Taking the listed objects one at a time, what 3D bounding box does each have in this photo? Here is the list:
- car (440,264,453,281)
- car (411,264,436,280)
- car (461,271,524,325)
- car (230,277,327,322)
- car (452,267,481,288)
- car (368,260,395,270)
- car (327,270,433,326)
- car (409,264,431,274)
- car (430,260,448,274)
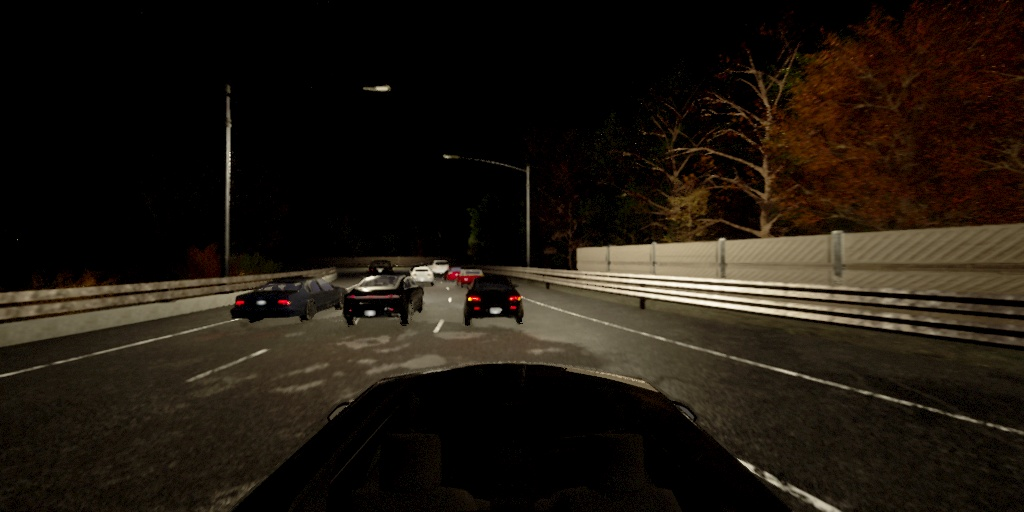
[{"bbox_3d":[-5.694,1.765,35.786,1.994,1.385,4.181,0,-1,-17],"label":"car"},{"bbox_3d":[-7.581,1.662,30.060,1.812,1.442,4.674,0,-1,-15],"label":"car"},{"bbox_3d":[-0.706,1.414,12.439,1.812,1.442,4.674,0,-1,-6],"label":"car"},{"bbox_3d":[-7.737,1.470,13.116,2.033,1.411,5.357,0,-1,-7],"label":"car"},{"bbox_3d":[-3.115,1.680,26.865,1.895,1.301,4.718,0,-1,-14],"label":"car"},{"bbox_3d":[-12.311,1.421,33.742,2.150,2.045,5.566,0,-1,-18],"label":"car"},{"bbox_3d":[-4.185,1.392,12.349,2.128,1.511,4.902,0,-1,-6],"label":"car"},{"bbox_3d":[-14.212,2.026,55.334,2.033,1.411,5.357,0,-1,-28],"label":"car"},{"bbox_3d":[-9.352,1.559,45.360,2.150,2.045,5.566,0,0,-22],"label":"car"}]
